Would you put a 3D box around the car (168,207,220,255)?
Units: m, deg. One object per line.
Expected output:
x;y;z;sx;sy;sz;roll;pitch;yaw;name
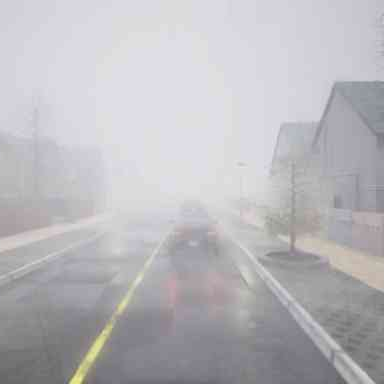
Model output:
0.073;1.548;13.281;1.812;1.442;4.674;0;0;0;car

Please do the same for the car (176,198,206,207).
0.067;1.411;27.374;2.097;1.767;4.553;0;0;0;car

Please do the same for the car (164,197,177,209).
-2.821;1.521;48.289;2.097;1.767;4.553;0;0;0;car
